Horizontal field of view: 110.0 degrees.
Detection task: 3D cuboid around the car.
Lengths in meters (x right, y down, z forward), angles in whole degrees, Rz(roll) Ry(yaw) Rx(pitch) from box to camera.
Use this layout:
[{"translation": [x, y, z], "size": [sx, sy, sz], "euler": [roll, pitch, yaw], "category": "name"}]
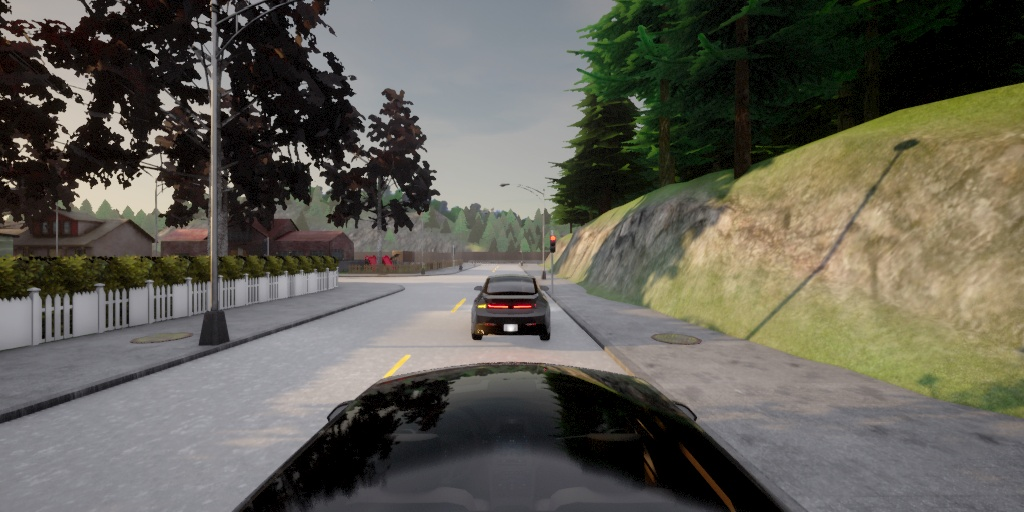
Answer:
[{"translation": [-0.017, 1.255, 9.933], "size": [1.837, 1.490, 4.892], "euler": [0, 0, 0], "category": "car"}]
